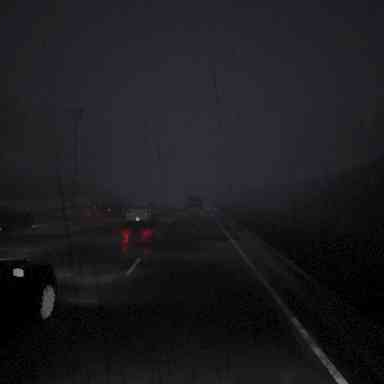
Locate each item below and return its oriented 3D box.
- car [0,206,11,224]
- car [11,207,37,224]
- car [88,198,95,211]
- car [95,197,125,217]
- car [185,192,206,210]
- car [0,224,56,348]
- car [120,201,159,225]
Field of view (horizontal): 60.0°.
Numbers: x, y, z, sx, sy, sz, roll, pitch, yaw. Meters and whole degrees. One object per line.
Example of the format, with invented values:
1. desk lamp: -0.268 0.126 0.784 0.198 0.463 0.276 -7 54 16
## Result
1. car: -6.854 1.308 8.270 2.097 1.767 4.553 0 0 0
2. car: -10.343 1.457 17.675 2.033 1.411 5.357 0 0 0
3. car: -10.275 1.340 37.515 1.812 1.442 4.674 0 0 0
4. car: -6.802 1.331 29.779 1.882 1.535 5.008 0 0 0
5. car: 0.245 1.157 40.468 2.097 1.767 4.553 0 0 0
6. car: -3.361 1.456 4.009 1.882 1.535 5.008 0 0 0
7. car: -3.325 1.415 22.647 1.812 1.442 4.674 0 0 0
